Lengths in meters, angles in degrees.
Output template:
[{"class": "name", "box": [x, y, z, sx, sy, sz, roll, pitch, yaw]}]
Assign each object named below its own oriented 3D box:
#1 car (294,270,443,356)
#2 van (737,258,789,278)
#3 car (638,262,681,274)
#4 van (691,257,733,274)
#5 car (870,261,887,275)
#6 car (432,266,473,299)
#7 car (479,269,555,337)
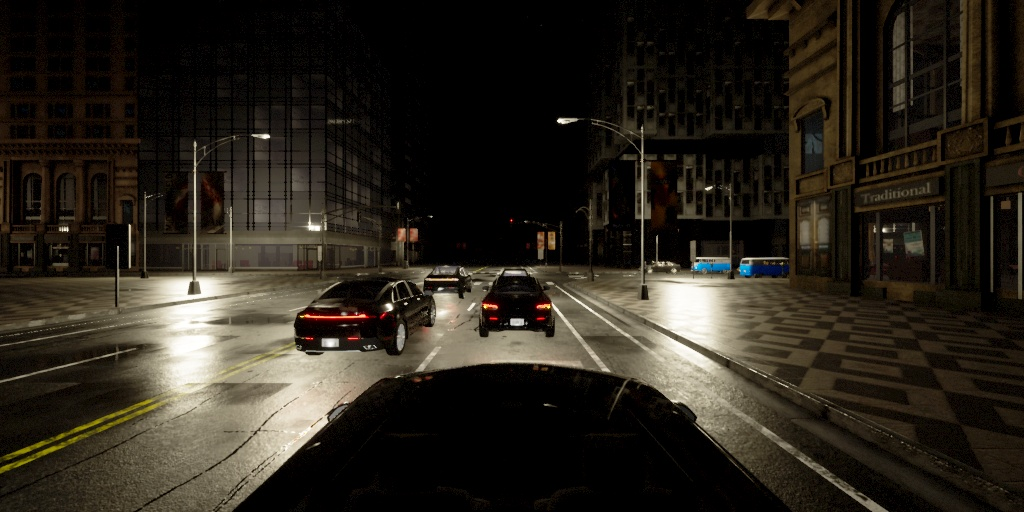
[{"class": "car", "box": [-3.133, 1.255, 8.620, 1.837, 1.490, 4.892, 0, 0, 0]}, {"class": "van", "box": [21.540, 1.033, 30.303, 3.998, 1.789, 1.690, 0, 0, 0]}, {"class": "car", "box": [15.981, 1.264, 38.867, 4.403, 1.370, 2.007, 0, 0, 0]}, {"class": "van", "box": [21.600, 1.043, 38.827, 3.998, 1.789, 1.690, 0, 0, 0]}, {"class": "car", "box": [32.778, 1.252, 30.223, 4.207, 1.307, 1.802, 0, 0, 0]}, {"class": "car", "box": [-3.106, 1.241, 18.034, 2.128, 1.511, 4.902, 0, 0, 0]}, {"class": "car", "box": [0.123, 1.276, 10.115, 1.812, 1.442, 4.674, 0, 0, 0]}]
